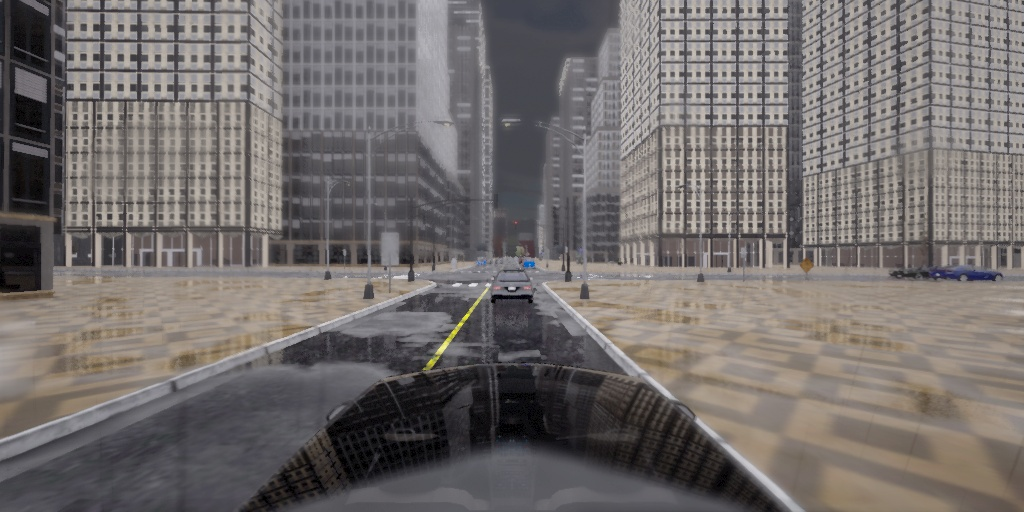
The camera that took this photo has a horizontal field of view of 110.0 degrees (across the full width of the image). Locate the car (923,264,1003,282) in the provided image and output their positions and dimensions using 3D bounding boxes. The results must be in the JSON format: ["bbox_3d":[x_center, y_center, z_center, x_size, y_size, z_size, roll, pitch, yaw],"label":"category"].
[{"bbox_3d":[39.460,1.487,31.162,5.008,1.535,1.882,0,0,-2],"label":"car"}]

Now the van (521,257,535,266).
[{"bbox_3d":[2.675,1.089,56.263,1.690,1.789,3.998,0,0,0],"label":"van"}]

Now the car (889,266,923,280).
[{"bbox_3d":[39.378,1.633,34.410,4.718,1.301,1.895,0,0,-2],"label":"car"}]

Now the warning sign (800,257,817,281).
[{"bbox_3d":[22.993,1.001,27.929,1.060,1.860,1.300,0,0,-1],"label":"warning sign"}]

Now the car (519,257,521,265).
[{"bbox_3d":[2.605,1.293,61.801,1.888,1.381,4.507,0,0,0],"label":"car"}]

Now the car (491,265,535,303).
[{"bbox_3d":[0.000,1.315,16.500,2.033,1.411,5.357,0,0,0],"label":"car"}]
